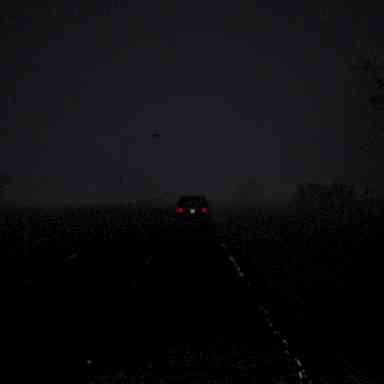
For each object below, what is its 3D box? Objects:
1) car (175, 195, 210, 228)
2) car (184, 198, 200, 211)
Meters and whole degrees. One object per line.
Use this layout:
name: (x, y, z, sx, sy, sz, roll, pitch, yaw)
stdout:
car: (0.030, 1.221, 22.180, 2.150, 2.045, 5.566, 0, 0, 0)
car: (-0.032, 1.488, 40.966, 1.882, 1.535, 5.008, 0, 0, 0)
